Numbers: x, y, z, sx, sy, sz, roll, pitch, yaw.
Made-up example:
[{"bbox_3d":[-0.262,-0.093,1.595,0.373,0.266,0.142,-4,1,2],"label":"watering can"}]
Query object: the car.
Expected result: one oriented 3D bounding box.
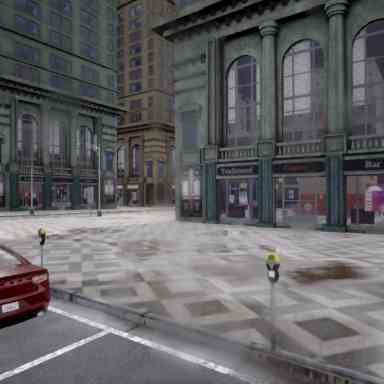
[{"bbox_3d":[-4.460,1.546,6.147,4.507,1.381,1.887,0,0,35],"label":"car"}]
